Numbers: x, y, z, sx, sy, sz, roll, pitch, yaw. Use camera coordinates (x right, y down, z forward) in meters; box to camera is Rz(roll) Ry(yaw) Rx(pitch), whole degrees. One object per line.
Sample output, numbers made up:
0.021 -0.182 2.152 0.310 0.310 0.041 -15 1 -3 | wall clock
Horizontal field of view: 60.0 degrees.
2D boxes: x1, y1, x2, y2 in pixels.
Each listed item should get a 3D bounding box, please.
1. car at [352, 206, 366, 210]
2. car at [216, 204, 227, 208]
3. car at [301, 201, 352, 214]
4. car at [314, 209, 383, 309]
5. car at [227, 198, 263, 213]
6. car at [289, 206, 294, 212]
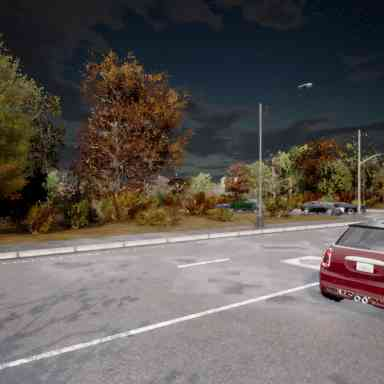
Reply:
17.144 1.827 37.807 1.895 1.301 4.718 0 -1 -32 | car
5.359 2.719 56.725 2.033 1.411 5.357 0 -3 -32 | car
14.102 1.709 36.062 2.128 1.511 4.902 0 -1 -32 | car
4.811 1.363 7.120 4.553 1.767 2.097 0 0 -35 | car
7.858 1.857 46.084 2.150 2.045 5.566 0 -3 -32 | car
11.828 2.036 46.333 1.882 1.535 5.008 0 -3 -32 | car
